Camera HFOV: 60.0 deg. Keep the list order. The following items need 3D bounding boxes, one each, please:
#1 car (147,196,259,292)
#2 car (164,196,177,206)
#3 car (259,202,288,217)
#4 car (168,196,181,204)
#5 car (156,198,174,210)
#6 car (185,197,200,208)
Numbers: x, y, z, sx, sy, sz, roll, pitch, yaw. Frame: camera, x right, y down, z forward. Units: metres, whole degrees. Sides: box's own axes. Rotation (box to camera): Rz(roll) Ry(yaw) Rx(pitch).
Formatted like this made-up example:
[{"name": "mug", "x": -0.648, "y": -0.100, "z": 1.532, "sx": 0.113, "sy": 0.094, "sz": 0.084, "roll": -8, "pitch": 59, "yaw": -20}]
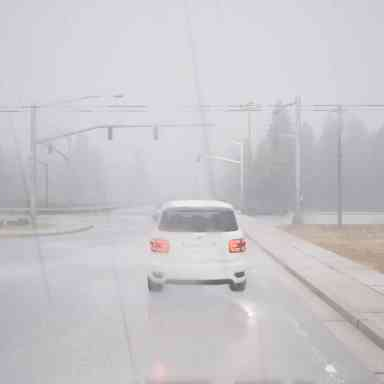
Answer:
[{"name": "car", "x": 0.066, "y": 1.218, "z": 9.092, "sx": 2.150, "sy": 2.045, "sz": 5.566, "roll": 0, "pitch": 0, "yaw": -2}, {"name": "car", "x": -3.567, "y": 1.505, "z": 55.132, "sx": 1.837, "sy": 1.490, "sz": 4.892, "roll": 0, "pitch": 0, "yaw": 0}, {"name": "car", "x": 6.667, "y": 1.591, "z": 30.649, "sx": 4.181, "sy": 1.385, "sz": 1.994, "roll": 0, "pitch": 0, "yaw": 1}, {"name": "car", "x": -3.435, "y": 1.492, "z": 65.397, "sx": 2.128, "sy": 1.511, "sz": 4.902, "roll": 0, "pitch": 0, "yaw": 1}, {"name": "car", "x": -3.594, "y": 1.547, "z": 44.945, "sx": 2.033, "sy": 1.411, "sz": 5.357, "roll": 0, "pitch": 0, "yaw": 0}, {"name": "car", "x": 0.060, "y": 1.491, "z": 49.360, "sx": 2.128, "sy": 1.511, "sz": 4.902, "roll": 0, "pitch": 0, "yaw": 1}]
